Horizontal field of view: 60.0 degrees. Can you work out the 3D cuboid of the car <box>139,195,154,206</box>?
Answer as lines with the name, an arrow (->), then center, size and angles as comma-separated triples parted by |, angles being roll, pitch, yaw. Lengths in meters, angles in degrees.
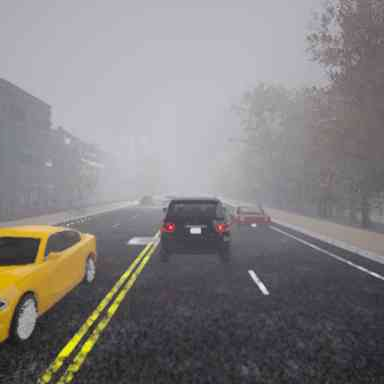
car -> -6.570, 1.232, 49.194 | 1.882, 1.535, 5.008 | 0, 0, 0

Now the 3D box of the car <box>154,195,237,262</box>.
car -> 0.101, 1.161, 11.956 | 2.150, 2.045, 5.566 | 0, 0, 0

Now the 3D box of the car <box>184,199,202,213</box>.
car -> 0.103, 1.421, 36.101 | 1.895, 1.301, 4.718 | 0, 0, 0

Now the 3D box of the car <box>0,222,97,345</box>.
car -> -3.349, 1.445, 6.518 | 1.882, 1.535, 5.008 | 0, 0, 0

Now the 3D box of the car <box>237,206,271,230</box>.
car -> 3.351, 1.500, 20.189 | 1.895, 1.301, 4.718 | 0, 0, 0

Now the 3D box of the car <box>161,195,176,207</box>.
car -> -3.323, 1.262, 48.188 | 1.837, 1.490, 4.892 | 0, 1, 0
